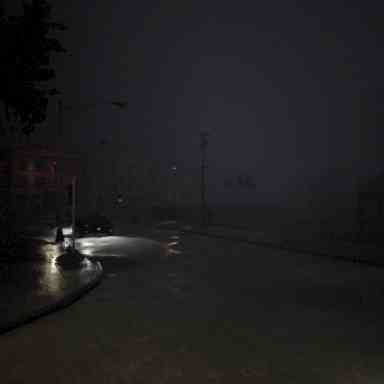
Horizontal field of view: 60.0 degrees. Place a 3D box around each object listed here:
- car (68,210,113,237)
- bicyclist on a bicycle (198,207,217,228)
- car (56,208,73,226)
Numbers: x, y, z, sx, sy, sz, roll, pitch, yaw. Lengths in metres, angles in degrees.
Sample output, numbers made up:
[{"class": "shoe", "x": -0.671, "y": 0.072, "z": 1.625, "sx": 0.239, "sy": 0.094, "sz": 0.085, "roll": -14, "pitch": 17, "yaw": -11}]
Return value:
[{"class": "car", "x": -6.606, "y": 2.101, "z": 21.947, "sx": 1.994, "sy": 1.385, "sz": 4.181, "roll": 0, "pitch": -1, "yaw": -29}, {"class": "bicyclist on a bicycle", "x": 1.181, "y": 1.929, "z": 25.201, "sx": 1.656, "sy": 1.620, "sz": 0.582, "roll": 0, "pitch": -1, "yaw": -29}, {"class": "car", "x": -11.491, "y": 2.255, "z": 30.960, "sx": 2.128, "sy": 1.511, "sz": 4.902, "roll": 0, "pitch": -1, "yaw": -28}]
